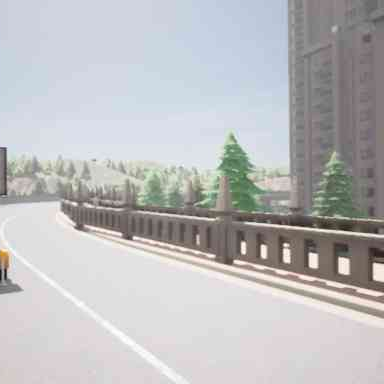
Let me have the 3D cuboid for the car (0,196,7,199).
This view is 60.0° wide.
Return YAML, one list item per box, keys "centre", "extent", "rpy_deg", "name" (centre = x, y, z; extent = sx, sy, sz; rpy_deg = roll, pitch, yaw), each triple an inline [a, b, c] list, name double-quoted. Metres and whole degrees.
- centre: [-37.738, 1.560, 64.950]
  extent: [1.882, 1.535, 5.008]
  rpy_deg: [-1, 0, 2]
  name: "car"

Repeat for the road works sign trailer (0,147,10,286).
- centre: [-6.177, 0.494, 8.663]
  extent: [2.380, 3.560, 2.880]
  rpy_deg: [0, 0, -34]
  name: "road works sign trailer"
